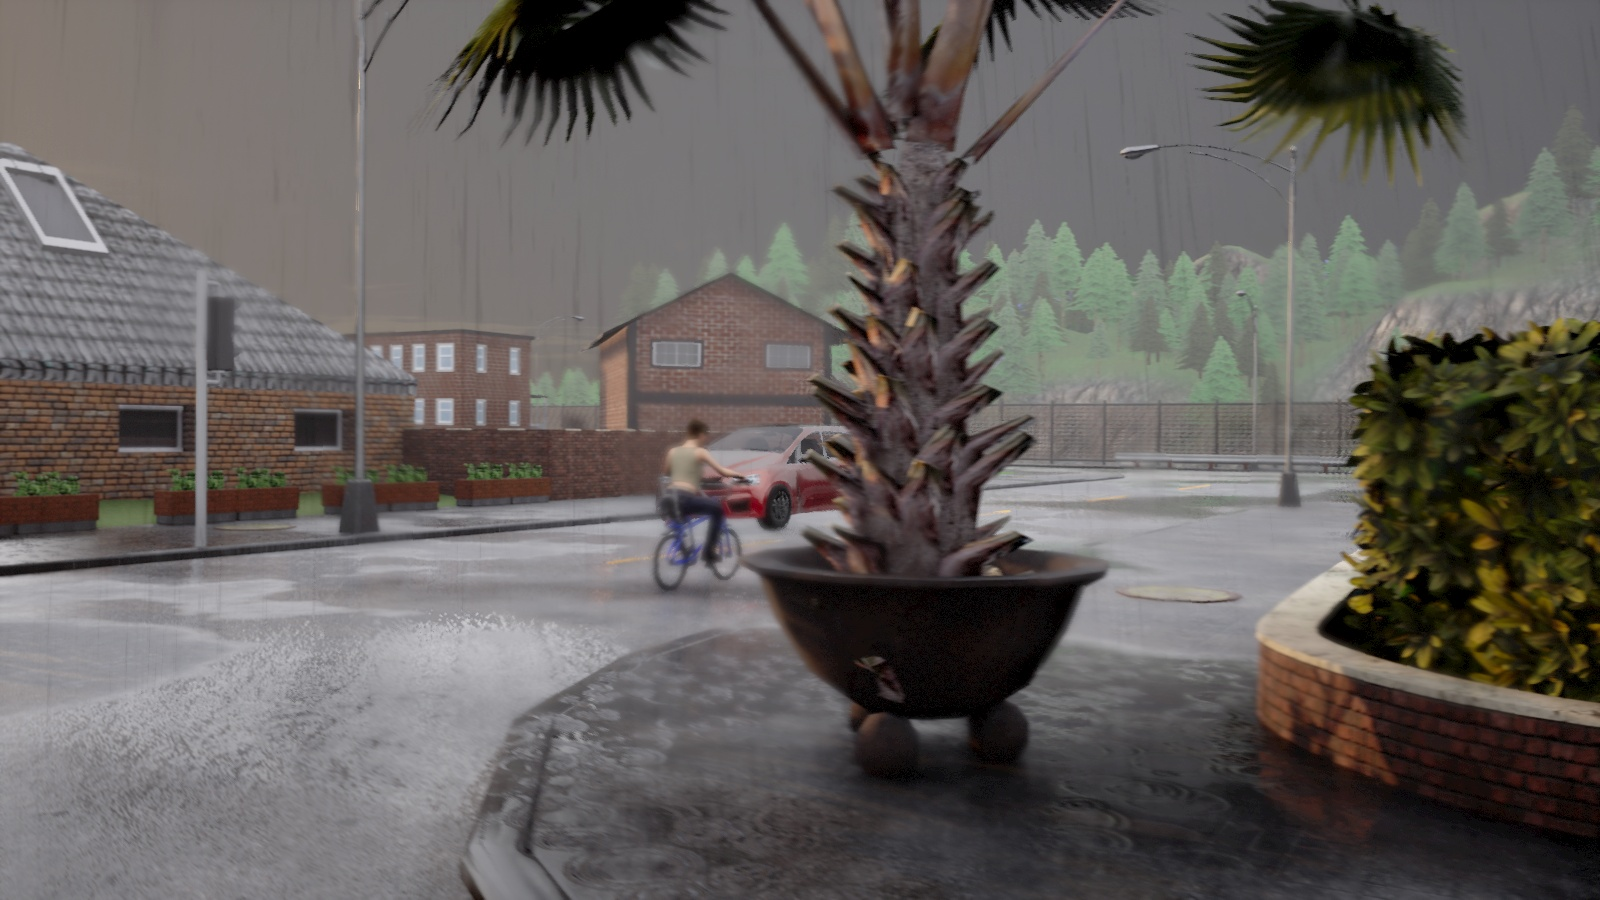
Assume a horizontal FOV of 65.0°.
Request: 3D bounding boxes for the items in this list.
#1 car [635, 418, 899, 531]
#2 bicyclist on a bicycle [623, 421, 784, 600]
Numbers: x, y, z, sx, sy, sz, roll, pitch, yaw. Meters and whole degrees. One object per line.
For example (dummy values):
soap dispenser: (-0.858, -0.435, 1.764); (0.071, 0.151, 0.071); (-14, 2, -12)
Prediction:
car: (-0.405, 0.326, 20.997); (2.242, 1.667, 4.611); (0, 1, 32)
bicyclist on a bicycle: (-0.907, 0.529, 12.162); (0.866, 1.612, 1.509); (0, 1, 29)
